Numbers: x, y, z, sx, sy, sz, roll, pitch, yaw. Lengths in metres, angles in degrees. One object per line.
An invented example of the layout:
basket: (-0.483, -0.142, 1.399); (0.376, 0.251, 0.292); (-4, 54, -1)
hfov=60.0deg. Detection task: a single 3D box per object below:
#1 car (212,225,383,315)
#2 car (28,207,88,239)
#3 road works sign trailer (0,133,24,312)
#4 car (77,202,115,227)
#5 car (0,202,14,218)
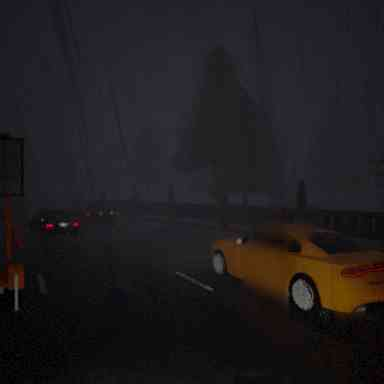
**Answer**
car: (2.270, 1.526, 7.901); (1.882, 1.535, 5.008); (0, -1, -26)
car: (-7.589, 1.645, 18.105); (2.033, 1.411, 5.357); (0, 0, -34)
road works sign trailer: (-4.933, 0.501, 7.077); (2.380, 3.560, 2.880); (0, 0, -31)
car: (-7.215, 1.482, 23.532); (2.097, 1.767, 4.553); (0, 0, -35)
car: (-18.267, 1.691, 31.482); (1.812, 1.442, 4.674); (0, -1, -43)
